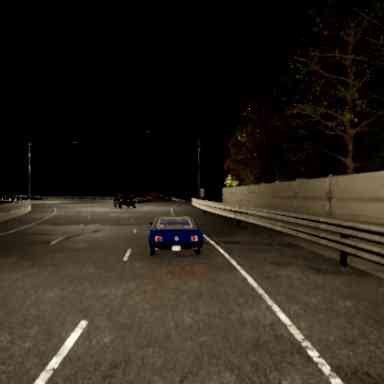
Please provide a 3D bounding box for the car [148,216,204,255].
[{"bbox_3d":[-0.771,1.604,13.419,1.895,1.301,4.718,0,0,-6],"label":"car"}]

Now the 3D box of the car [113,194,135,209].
[{"bbox_3d":[-9.321,1.236,45.713,2.150,2.045,5.566,0,0,-23],"label":"car"}]

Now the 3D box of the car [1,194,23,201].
[{"bbox_3d":[-44.378,1.572,82.047,4.902,1.511,2.128,0,0,40],"label":"car"}]
